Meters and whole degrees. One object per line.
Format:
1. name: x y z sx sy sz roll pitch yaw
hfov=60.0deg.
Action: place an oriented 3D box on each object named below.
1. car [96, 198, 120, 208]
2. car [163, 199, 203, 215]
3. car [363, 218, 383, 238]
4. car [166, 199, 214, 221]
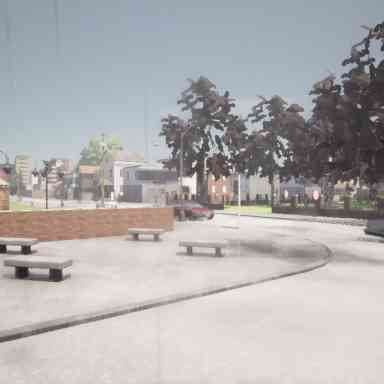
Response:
1. car: -10.805 1.530 42.286 1.812 1.442 4.674 0 0 -35
2. car: -1.065 1.505 35.651 1.837 1.490 4.892 0 0 -36
3. car: 10.287 1.548 14.086 5.357 1.411 2.033 0 0 38
4. car: -0.149 1.526 27.179 1.812 1.442 4.674 0 0 -36
